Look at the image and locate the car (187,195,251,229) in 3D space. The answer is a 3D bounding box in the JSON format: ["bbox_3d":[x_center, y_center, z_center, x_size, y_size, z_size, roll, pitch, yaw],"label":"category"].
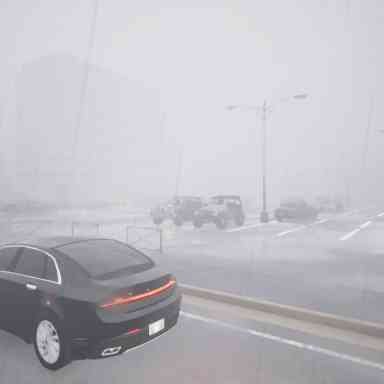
[{"bbox_3d":[1.732,1.156,20.212,1.905,1.878,3.866,0,0,34],"label":"car"}]

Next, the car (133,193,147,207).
[{"bbox_3d":[-6.584,1.221,50.860,2.150,2.045,5.566,0,0,34],"label":"car"}]

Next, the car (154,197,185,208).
[{"bbox_3d":[-3.243,1.491,49.243,2.128,1.511,4.902,0,0,34],"label":"car"}]

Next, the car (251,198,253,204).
[{"bbox_3d":[9.870,1.505,62.456,1.837,1.490,4.892,0,0,34],"label":"car"}]

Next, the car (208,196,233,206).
[{"bbox_3d":[4.750,1.491,54.847,2.128,1.511,4.902,0,0,34],"label":"car"}]

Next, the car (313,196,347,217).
[{"bbox_3d":[13.779,1.395,33.146,1.970,1.475,3.806,0,0,34],"label":"car"}]

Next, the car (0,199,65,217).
[{"bbox_3d":[-15.115,1.491,31.595,2.128,1.511,4.902,0,0,34],"label":"car"}]

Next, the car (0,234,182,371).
[{"bbox_3d":[-2.429,1.505,5.733,4.892,1.490,1.837,0,0,36],"label":"car"}]

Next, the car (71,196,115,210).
[{"bbox_3d":[-12.470,1.526,42.149,1.812,1.442,4.674,0,0,34],"label":"car"}]

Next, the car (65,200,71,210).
[{"bbox_3d":[-17.144,1.547,41.492,2.033,1.411,5.357,0,0,34],"label":"car"}]

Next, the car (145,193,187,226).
[{"bbox_3d":[-0.632,1.153,21.882,1.932,1.855,4.605,0,0,34],"label":"car"}]

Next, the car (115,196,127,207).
[{"bbox_3d":[-11.807,1.352,49.410,2.097,1.767,4.553,0,0,34],"label":"car"}]

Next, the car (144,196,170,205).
[{"bbox_3d":[-6.028,1.526,57.920,1.812,1.442,4.674,0,0,35],"label":"car"}]
